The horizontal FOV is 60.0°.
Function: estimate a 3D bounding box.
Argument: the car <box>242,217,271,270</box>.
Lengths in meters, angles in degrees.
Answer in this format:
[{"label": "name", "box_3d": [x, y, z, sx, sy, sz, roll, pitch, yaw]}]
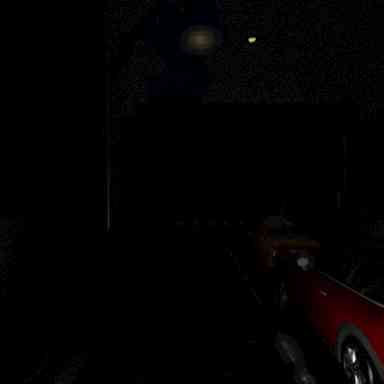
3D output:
[{"label": "car", "box_3d": [2.639, 1.451, 10.594, 1.752, 1.417, 4.829, 0, 0, 0]}]

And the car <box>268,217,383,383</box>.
[{"label": "car", "box_3d": [2.641, 1.404, 4.986, 1.967, 1.590, 4.097, 0, 0, 0]}]

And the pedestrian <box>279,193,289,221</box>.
[{"label": "pedestrian", "box_3d": [5.960, 0.987, 21.517, 0.375, 1.860, 0.375, 0, 0, 0]}]

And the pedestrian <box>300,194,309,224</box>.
[{"label": "pedestrian", "box_3d": [7.002, 1.004, 20.318, 0.375, 1.860, 0.375, 0, 0, 0]}]

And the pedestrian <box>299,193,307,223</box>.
[{"label": "pedestrian", "box_3d": [6.985, 0.981, 20.917, 0.375, 1.860, 0.375, 0, 0, 0]}]
